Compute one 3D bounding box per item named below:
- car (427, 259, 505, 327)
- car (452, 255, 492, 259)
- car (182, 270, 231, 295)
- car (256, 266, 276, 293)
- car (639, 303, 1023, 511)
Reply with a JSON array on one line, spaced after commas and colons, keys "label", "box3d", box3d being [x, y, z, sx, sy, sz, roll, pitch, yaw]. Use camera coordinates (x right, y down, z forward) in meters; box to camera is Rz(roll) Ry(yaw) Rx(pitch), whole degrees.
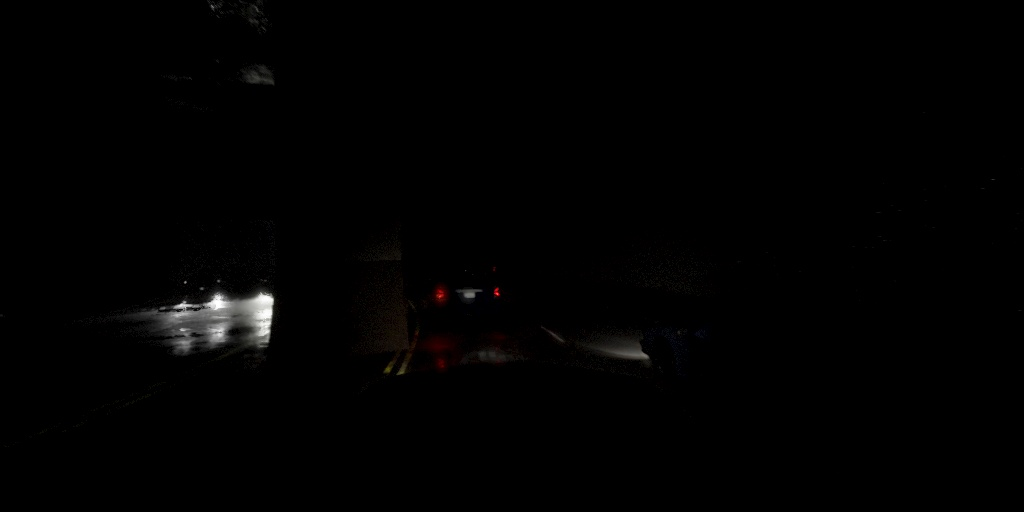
[{"label": "car", "box3d": [-1.707, 1.112, 12.003, 2.097, 1.767, 4.553, -1, 0, -15]}, {"label": "car", "box3d": [-3.007, 0.985, 23.780, 2.150, 2.045, 5.566, -1, 0, -30]}, {"label": "car", "box3d": [-18.511, 1.526, 21.836, 1.895, 1.301, 4.718, -1, 0, -34]}, {"label": "car", "box3d": [-14.549, 1.375, 22.214, 2.128, 1.511, 4.902, -1, 0, -34]}, {"label": "car", "box3d": [3.375, 1.261, 4.032, 2.033, 1.411, 5.357, -1, 0, -5]}]
